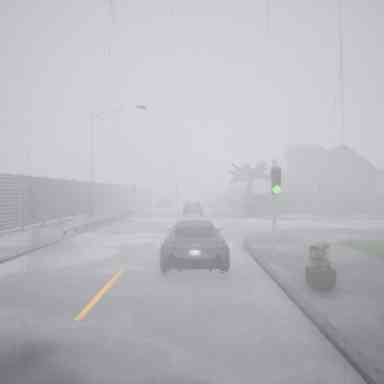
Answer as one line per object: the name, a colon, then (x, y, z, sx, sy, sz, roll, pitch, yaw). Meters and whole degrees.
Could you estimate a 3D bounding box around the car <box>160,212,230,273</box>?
car: (0.085, 1.567, 10.721, 1.994, 1.385, 4.181, 0, 0, 0)

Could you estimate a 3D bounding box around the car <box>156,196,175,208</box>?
car: (-4.079, 1.564, 48.557, 2.033, 1.411, 5.357, 0, 0, 0)

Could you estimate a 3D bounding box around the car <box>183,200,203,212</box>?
car: (0.094, 1.503, 32.689, 2.128, 1.511, 4.902, 0, 0, 0)

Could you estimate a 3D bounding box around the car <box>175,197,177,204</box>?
car: (-4.012, 1.500, 65.033, 1.882, 1.535, 5.008, 0, 0, 0)
